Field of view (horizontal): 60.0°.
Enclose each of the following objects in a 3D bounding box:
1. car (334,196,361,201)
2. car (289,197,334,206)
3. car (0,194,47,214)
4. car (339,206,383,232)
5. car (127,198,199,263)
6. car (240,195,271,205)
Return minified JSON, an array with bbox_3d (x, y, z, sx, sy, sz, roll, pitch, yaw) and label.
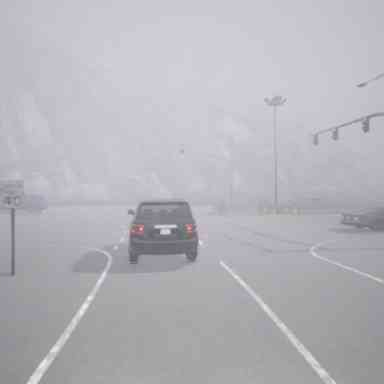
[{"bbox_3d":[24.511,1.389,53.040,4.902,1.511,2.128,0,0,-8],"label":"car"},{"bbox_3d":[14.319,1.439,40.927,4.892,1.490,1.837,0,0,-8],"label":"car"},{"bbox_3d":[-18.556,1.240,35.841,5.566,2.045,2.150,0,-1,2],"label":"car"},{"bbox_3d":[11.411,1.504,19.183,5.357,1.411,2.033,0,0,-6],"label":"car"},{"bbox_3d":[-1.158,1.223,12.176,2.150,2.045,5.566,0,0,-9],"label":"car"},{"bbox_3d":[9.650,1.289,50.836,4.553,1.767,2.097,0,0,-9],"label":"car"}]
